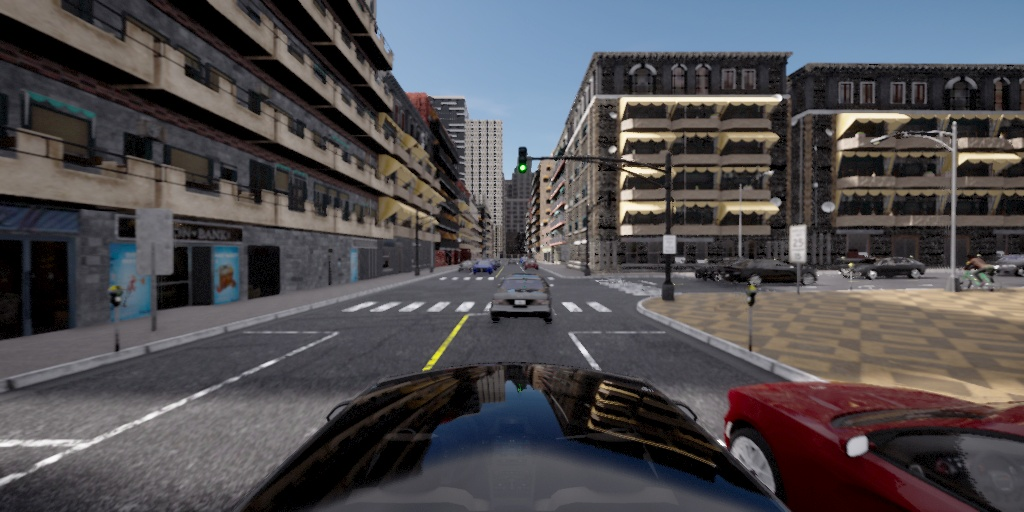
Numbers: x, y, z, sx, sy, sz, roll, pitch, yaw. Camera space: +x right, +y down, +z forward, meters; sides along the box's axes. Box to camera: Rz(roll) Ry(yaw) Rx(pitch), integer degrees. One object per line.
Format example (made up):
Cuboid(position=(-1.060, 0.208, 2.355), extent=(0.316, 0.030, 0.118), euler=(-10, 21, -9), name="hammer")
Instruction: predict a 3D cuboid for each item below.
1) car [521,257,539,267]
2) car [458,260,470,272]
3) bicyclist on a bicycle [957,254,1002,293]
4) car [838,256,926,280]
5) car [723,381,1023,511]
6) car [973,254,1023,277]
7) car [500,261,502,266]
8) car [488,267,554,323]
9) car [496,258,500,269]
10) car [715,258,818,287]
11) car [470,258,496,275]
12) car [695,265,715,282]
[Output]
Cuboid(position=(2.698, 1.151, 50.329), extent=(1.967, 1.591, 4.097), euler=(0, 0, 0), name="car")
Cuboid(position=(-5.683, 1.264, 44.808), extent=(2.007, 1.370, 4.403), euler=(0, 0, 0), name="car")
Cuboid(position=(20.247, 0.752, 15.647), extent=(0.582, 1.620, 1.656), euler=(-1, 0, -1), name="bicyclist on a bicycle")
Cuboid(position=(25.126, 0.796, 24.453), extent=(4.892, 1.490, 1.837), euler=(-1, 1, -1), name="car")
Cuboid(position=(2.688, 1.295, 1.330), extent=(1.888, 1.381, 4.507), euler=(0, 0, 0), name="car")
Cuboid(position=(35.236, 0.623, 24.582), extent=(4.902, 1.511, 2.128), euler=(-1, 1, -1), name="car")
Cuboid(position=(-2.990, 1.061, 58.324), extent=(2.097, 1.767, 4.553), euler=(0, 0, 0), name="car")
Cuboid(position=(0.425, 1.286, 12.102), extent=(2.033, 1.411, 5.357), euler=(0, 0, 5), name="car")
Cuboid(position=(-3.063, 1.064, 48.230), extent=(2.097, 1.767, 4.553), euler=(0, 0, 0), name="car")
Cuboid(position=(15.152, 0.956, 21.171), extent=(5.008, 1.535, 1.882), euler=(-1, 0, -1), name="car")
Cuboid(position=(-3.084, 1.194, 39.071), extent=(1.882, 1.535, 5.008), euler=(0, 0, 1), name="car")
Cuboid(position=(15.067, 0.928, 24.316), extent=(5.008, 1.535, 1.882), euler=(-1, 1, -1), name="car")
